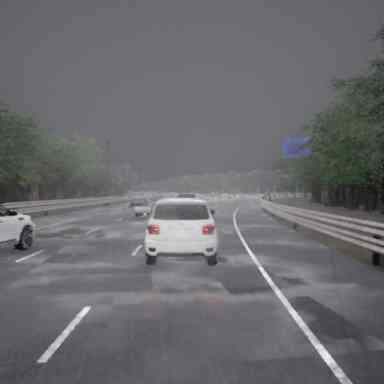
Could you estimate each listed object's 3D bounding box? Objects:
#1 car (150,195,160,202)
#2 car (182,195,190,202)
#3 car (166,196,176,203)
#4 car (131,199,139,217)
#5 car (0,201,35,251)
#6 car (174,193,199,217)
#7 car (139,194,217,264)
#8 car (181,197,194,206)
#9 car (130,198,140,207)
[{"bbox_3d":[-8.182,1.485,73.540,1.994,1.385,4.181,0,0,-2],"label":"car"},{"bbox_3d":[-1.447,1.479,79.338,1.837,1.490,4.892,0,0,-3],"label":"car"},{"bbox_3d":[-4.387,1.539,70.232,1.895,1.301,4.718,0,0,-2],"label":"car"},{"bbox_3d":[-3.929,1.542,30.161,1.895,1.301,4.718,0,0,0],"label":"car"},{"bbox_3d":[-7.266,1.178,10.790,2.150,2.045,5.566,0,0,-1],"label":"car"},{"bbox_3d":[-0.497,1.179,31.754,2.150,2.045,5.566,0,0,0],"label":"car"},{"bbox_3d":[-0.334,1.214,11.882,2.150,2.045,5.566,0,0,-1],"label":"car"},{"bbox_3d":[-0.683,1.483,53.509,2.033,1.411,5.357,0,0,-1],"label":"car"},{"bbox_3d":[-7.514,1.463,47.216,1.994,1.385,4.181,0,0,-1],"label":"car"}]
